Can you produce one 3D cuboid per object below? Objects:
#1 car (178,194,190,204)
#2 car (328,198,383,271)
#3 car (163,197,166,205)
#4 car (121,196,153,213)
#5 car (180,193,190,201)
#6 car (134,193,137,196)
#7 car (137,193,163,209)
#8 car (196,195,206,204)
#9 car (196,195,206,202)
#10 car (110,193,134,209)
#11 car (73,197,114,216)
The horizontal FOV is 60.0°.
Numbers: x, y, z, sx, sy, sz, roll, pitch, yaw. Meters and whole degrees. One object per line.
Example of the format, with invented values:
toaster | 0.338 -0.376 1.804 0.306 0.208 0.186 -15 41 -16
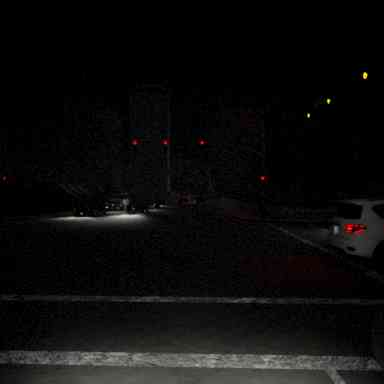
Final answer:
car | -1.743 1.564 66.062 1.994 1.385 4.181 0 0 1
car | 7.131 1.221 10.167 5.566 2.045 2.150 0 0 3
car | -5.549 1.547 57.152 2.033 1.411 5.357 0 0 2
car | -6.059 1.491 37.225 2.128 1.511 4.902 0 0 1
car | -1.530 1.182 74.623 2.097 1.767 4.553 0 0 1
car | -9.156 1.221 53.073 2.150 2.045 5.566 0 0 1
car | -5.819 1.221 46.797 2.150 2.045 5.566 0 0 1
car | 1.741 1.505 65.349 1.837 1.490 4.892 0 0 1
car | 1.969 1.352 74.566 2.128 1.511 4.902 0 0 1
car | -9.423 1.221 42.709 2.150 2.045 5.566 0 0 2
car | -9.745 1.547 32.529 2.033 1.411 5.357 0 0 4
